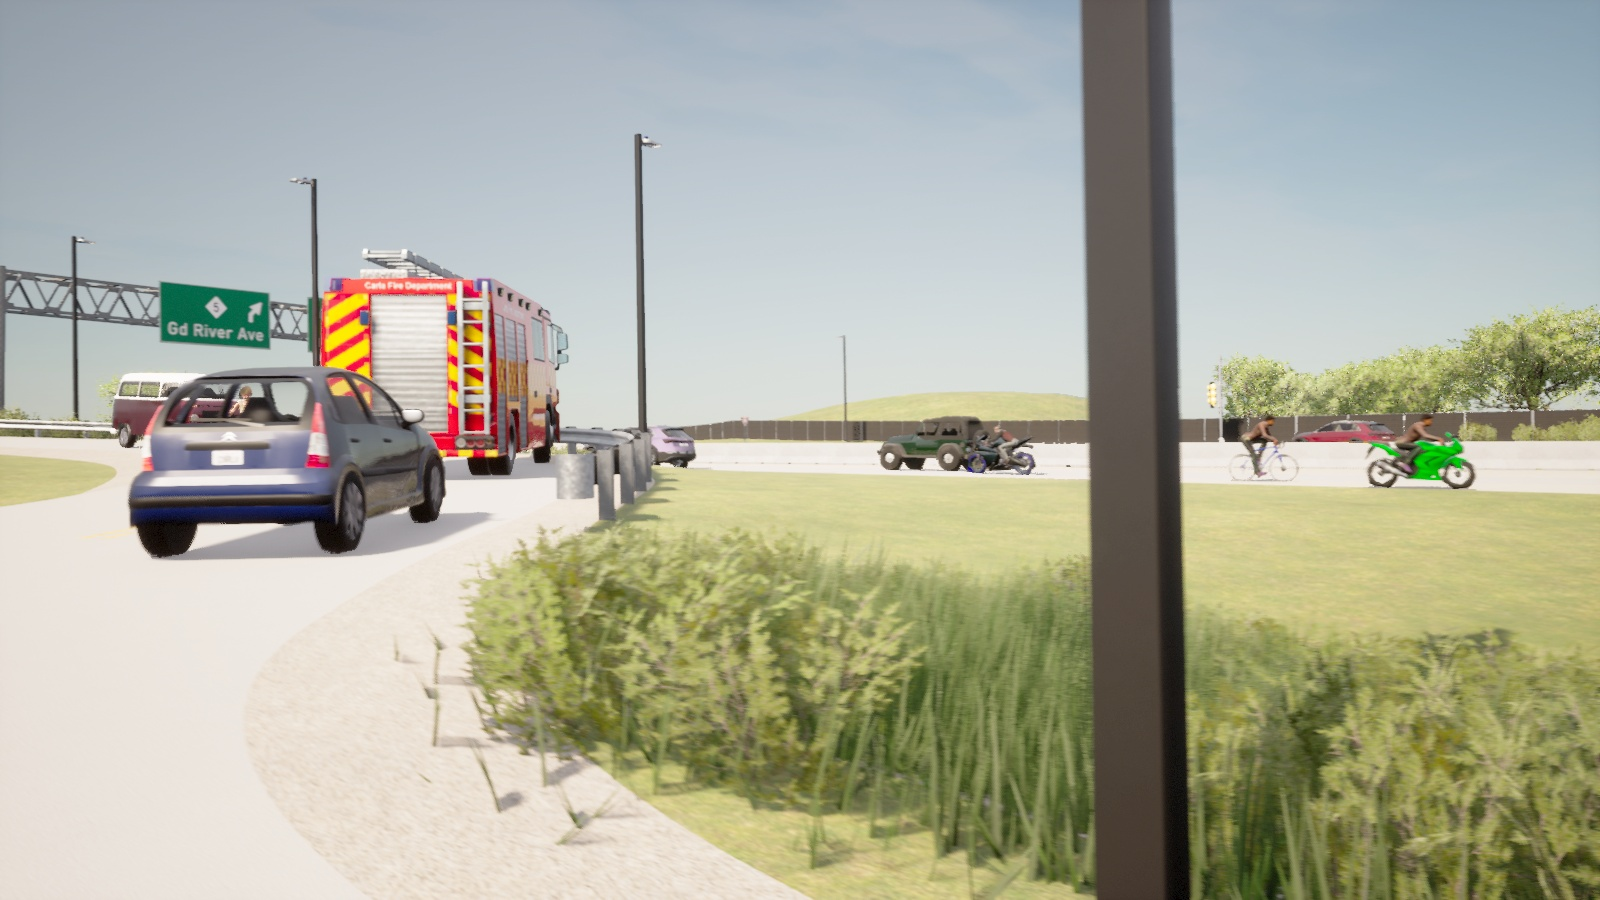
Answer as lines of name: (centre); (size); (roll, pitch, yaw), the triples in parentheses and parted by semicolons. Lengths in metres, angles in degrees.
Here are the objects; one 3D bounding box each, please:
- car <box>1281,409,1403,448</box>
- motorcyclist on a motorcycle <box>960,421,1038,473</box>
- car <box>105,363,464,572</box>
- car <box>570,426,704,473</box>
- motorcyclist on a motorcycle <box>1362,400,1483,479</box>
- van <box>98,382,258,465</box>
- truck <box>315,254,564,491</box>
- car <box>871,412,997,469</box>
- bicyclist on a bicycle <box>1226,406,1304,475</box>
car: (24.493, -0.951, 56.933); (2.033, 1.649, 4.856); (-2, 1, -28)
motorcyclist on a motorcycle: (6.061, -0.078, 38.296); (2.191, 1.530, 0.866); (-1, 0, 35)
car: (-4.681, 0.065, 12.119); (1.851, 1.617, 3.988); (-2, 2, -2)
car: (-6.113, -0.012, 46.905); (4.856, 1.649, 2.033); (-1, 0, 35)
motorcyclist on a motorcycle: (12.474, -0.201, 25.187); (2.044, 1.523, 0.797); (-1, 0, 35)
van: (-16.482, -0.724, 33.201); (4.480, 2.038, 2.069); (2, 2, 39)
truck: (-6.698, -1.423, 24.827); (2.891, 3.827, 8.468); (-1, 2, -4)
car: (4.641, -0.311, 43.584); (3.866, 1.878, 1.905); (-1, 0, 35)
bicyclist on a bicycle: (11.224, -0.223, 30.357); (1.656, 1.620, 0.582); (-1, 0, 35)
